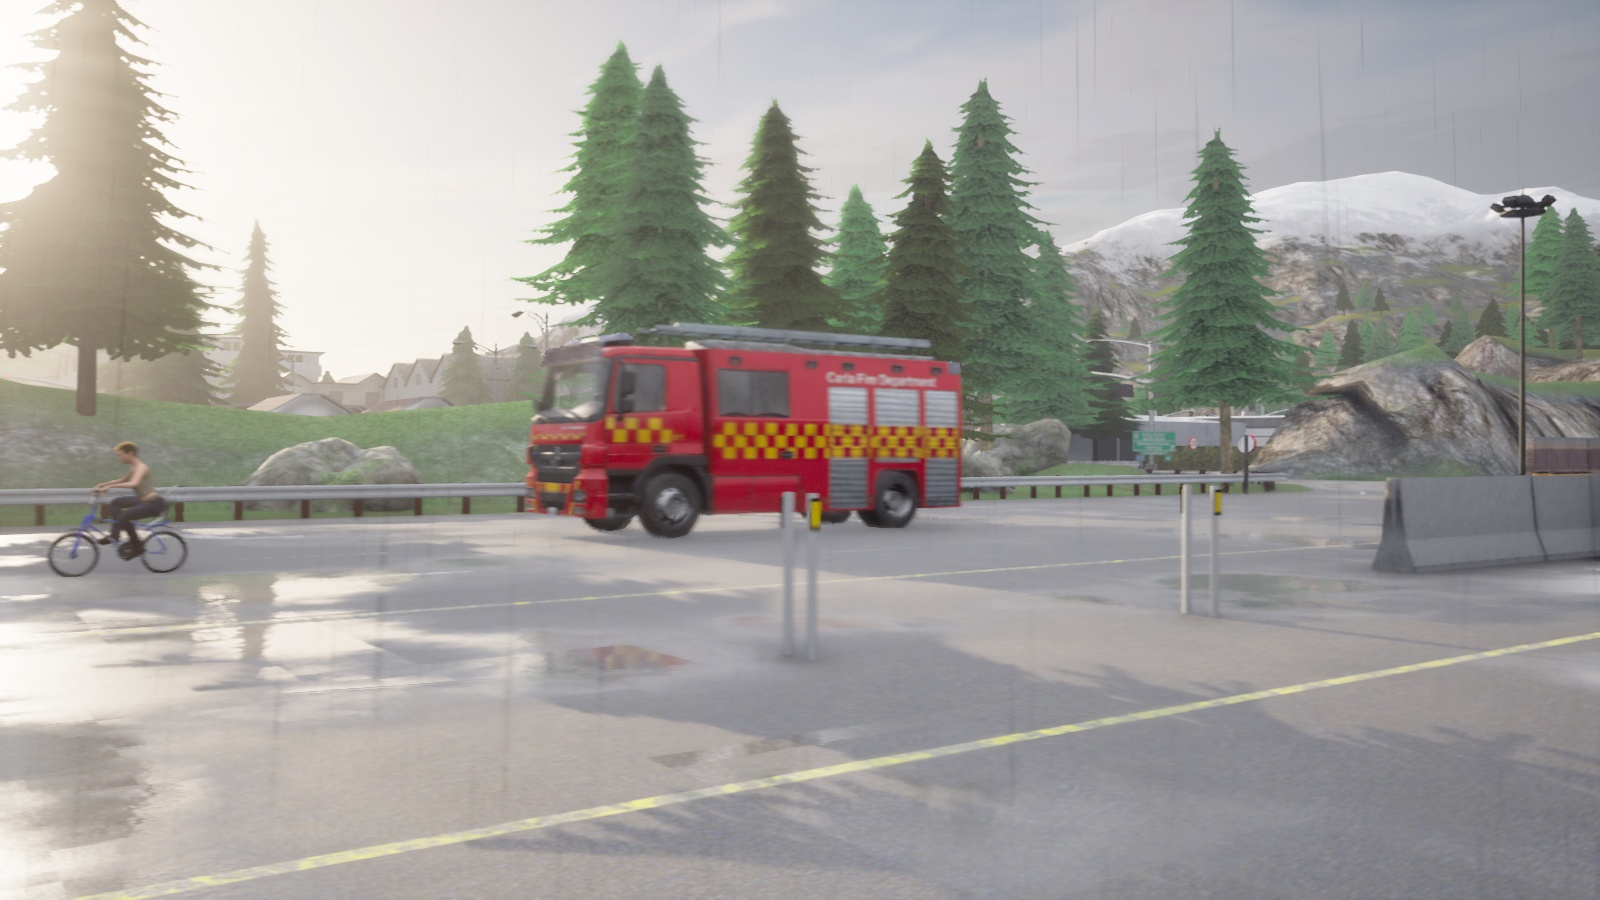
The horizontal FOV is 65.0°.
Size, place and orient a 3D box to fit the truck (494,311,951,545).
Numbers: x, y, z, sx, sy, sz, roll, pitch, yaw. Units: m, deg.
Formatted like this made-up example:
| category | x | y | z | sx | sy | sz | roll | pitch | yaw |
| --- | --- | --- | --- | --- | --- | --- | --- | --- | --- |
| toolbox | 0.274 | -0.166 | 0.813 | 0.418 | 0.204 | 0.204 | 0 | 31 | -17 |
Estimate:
| category | x | y | z | sx | sy | sz | roll | pitch | yaw |
| --- | --- | --- | --- | --- | --- | --- | --- | --- | --- |
| truck | -1.269 | -0.358 | 24.094 | 8.468 | 3.827 | 2.891 | 0 | 0 | -35 |

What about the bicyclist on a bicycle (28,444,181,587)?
| category | x | y | z | sx | sy | sz | roll | pitch | yaw |
| --- | --- | --- | --- | --- | --- | --- | --- | --- | --- |
| bicyclist on a bicycle | -8.283 | 0.736 | 14.957 | 1.509 | 1.612 | 0.866 | 0 | 0 | -35 |
